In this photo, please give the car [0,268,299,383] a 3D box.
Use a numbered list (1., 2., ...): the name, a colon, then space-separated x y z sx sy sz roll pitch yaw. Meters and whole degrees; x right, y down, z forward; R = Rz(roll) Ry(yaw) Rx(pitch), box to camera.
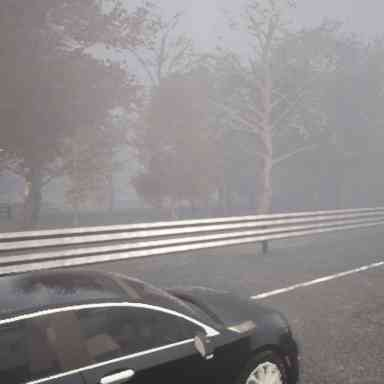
1. car: -1.060 1.500 2.997 4.892 1.490 1.837 0 0 -35
